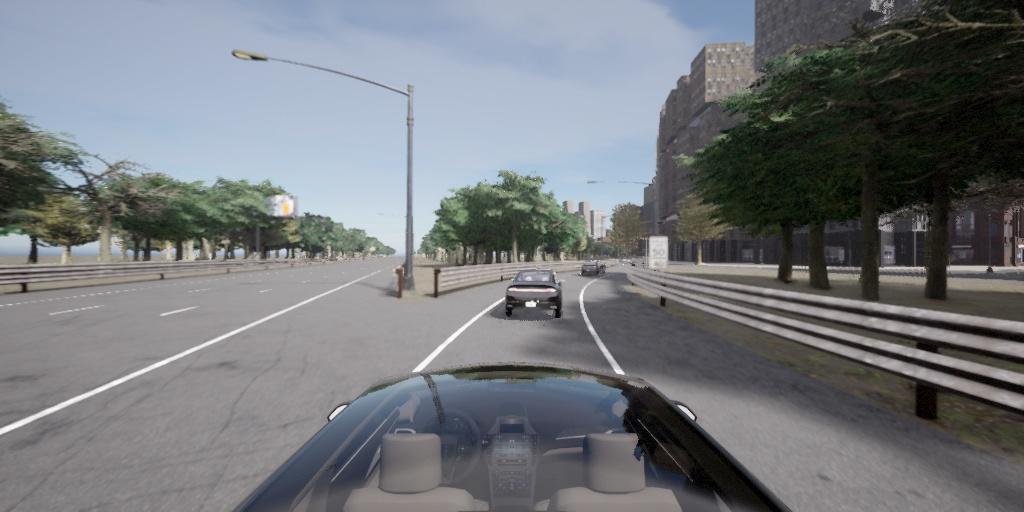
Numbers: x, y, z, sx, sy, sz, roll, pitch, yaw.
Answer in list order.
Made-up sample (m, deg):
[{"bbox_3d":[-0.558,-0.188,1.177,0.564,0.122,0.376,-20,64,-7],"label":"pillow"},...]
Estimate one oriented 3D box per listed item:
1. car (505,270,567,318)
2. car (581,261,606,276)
[{"bbox_3d":[0.941,1.248,13.223,2.128,1.511,4.902,0,0,9],"label":"car"},{"bbox_3d":[8.832,1.283,38.540,2.128,1.511,4.902,0,0,26],"label":"car"}]
